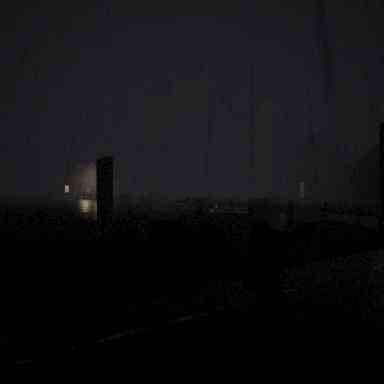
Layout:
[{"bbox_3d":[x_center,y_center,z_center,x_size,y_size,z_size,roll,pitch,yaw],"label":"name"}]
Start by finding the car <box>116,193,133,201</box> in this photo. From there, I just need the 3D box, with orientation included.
[{"bbox_3d":[-13.446,0.884,66.047,1.882,1.535,5.008,-1,1,-36],"label":"car"}]

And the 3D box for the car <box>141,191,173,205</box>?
[{"bbox_3d":[-4.935,0.832,49.279,2.150,2.045,5.566,-1,1,-35],"label":"car"}]

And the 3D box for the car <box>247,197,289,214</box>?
[{"bbox_3d":[7.419,1.317,32.015,1.837,1.490,4.892,-1,1,-36],"label":"car"}]

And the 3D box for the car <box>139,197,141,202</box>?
[{"bbox_3d":[-7.624,1.030,57.987,1.812,1.442,4.674,-1,1,-35],"label":"car"}]

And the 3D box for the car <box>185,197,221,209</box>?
[{"bbox_3d":[1.250,1.260,40.626,2.033,1.411,5.357,-1,1,-36],"label":"car"}]
